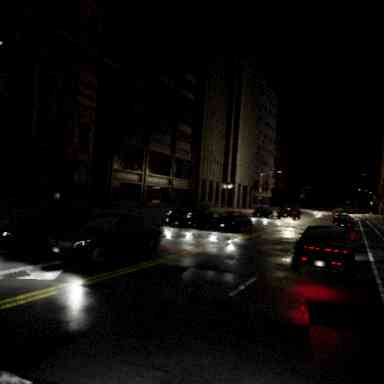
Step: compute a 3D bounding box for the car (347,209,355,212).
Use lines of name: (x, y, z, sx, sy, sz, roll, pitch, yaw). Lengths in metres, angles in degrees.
car: (40.828, 5.255, 85.698, 1.882, 1.535, 5.008, 4, -1, 26)

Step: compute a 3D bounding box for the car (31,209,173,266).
car: (-2.757, 1.454, 11.457, 1.812, 1.442, 4.674, 4, -1, 27)

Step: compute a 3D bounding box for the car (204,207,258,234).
car: (2.808, 1.988, 22.841, 1.994, 1.385, 4.181, 4, 0, 26)

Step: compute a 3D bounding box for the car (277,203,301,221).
car: (12.395, 2.497, 42.212, 2.150, 2.045, 5.566, 4, -1, 26)

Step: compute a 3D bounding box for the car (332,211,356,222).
car: (14.161, 2.813, 31.075, 1.812, 1.442, 4.674, 4, -1, 26)

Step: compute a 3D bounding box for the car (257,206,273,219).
car: (9.313, 2.619, 43.342, 1.812, 1.442, 4.674, 4, -1, 26)

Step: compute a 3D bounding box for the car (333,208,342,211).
car: (37.915, 5.072, 87.128, 1.882, 1.535, 5.008, 4, -1, 26)

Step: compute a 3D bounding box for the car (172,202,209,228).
car: (-0.029, 1.601, 24.400, 2.097, 1.767, 4.553, 4, -1, 26)

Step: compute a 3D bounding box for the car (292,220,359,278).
car: (4.863, 1.964, 12.030, 1.837, 1.490, 4.892, 4, -1, 26)

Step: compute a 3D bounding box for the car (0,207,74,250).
car: (-5.487, 1.309, 13.248, 2.033, 1.411, 5.357, 4, -1, 26)
